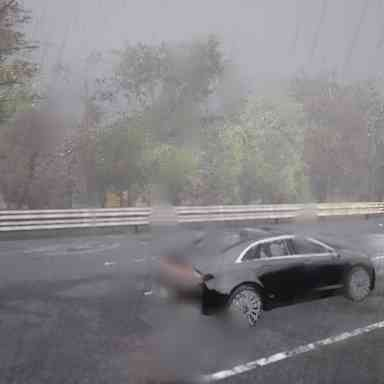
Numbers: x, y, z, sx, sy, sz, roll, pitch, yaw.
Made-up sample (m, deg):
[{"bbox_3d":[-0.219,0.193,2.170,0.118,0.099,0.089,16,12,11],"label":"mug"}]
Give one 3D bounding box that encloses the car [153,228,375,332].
[{"bbox_3d":[1.648,1.492,6.781,4.902,1.511,2.128,0,0,-29],"label":"car"}]
